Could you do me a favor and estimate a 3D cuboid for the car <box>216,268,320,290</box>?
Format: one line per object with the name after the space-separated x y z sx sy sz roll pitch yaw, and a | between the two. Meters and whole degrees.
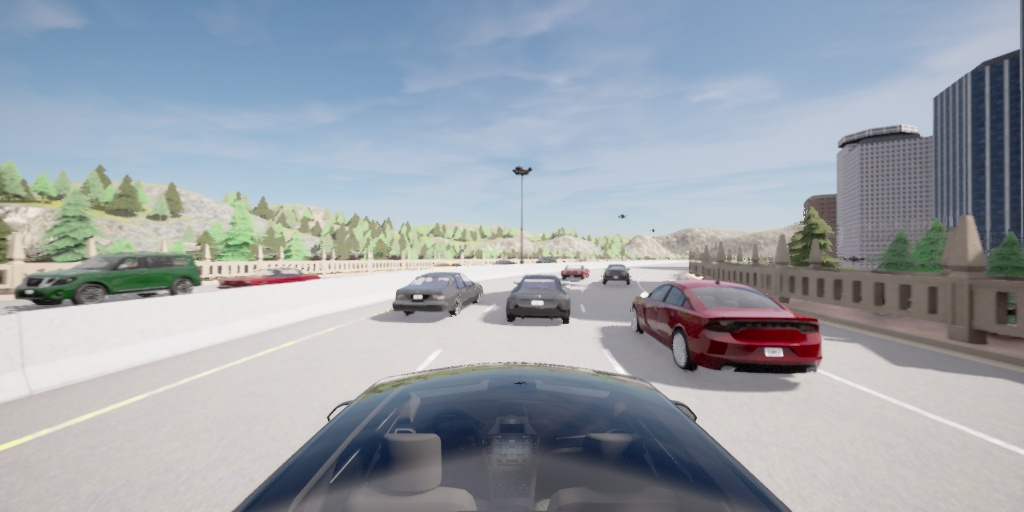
-12.417 1.306 18.628 1.895 1.301 4.718 0 0 10 | car

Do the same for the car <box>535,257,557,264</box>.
6.010 1.128 62.768 2.150 2.045 5.566 0 0 30 | car

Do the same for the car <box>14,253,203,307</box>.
-16.485 0.904 15.265 2.150 2.045 5.566 0 0 8 | car

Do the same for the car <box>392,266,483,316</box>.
-2.483 1.286 13.284 2.033 1.411 5.357 0 0 8 | car

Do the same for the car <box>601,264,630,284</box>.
7.904 1.316 27.085 1.812 1.442 4.674 0 0 17 | car

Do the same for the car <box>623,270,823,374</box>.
3.987 1.242 7.665 1.882 1.535 5.008 0 0 4 | car

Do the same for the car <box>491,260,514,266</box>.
-1.473 1.375 56.973 1.837 1.490 4.892 0 -1 31 | car

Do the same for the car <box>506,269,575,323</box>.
0.979 1.315 12.260 1.994 1.385 4.181 0 0 7 | car

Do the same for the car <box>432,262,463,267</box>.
-5.680 1.234 31.090 1.882 1.535 5.008 0 0 19 | car

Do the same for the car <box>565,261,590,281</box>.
5.636 1.393 31.287 1.895 1.301 4.718 0 0 20 | car
